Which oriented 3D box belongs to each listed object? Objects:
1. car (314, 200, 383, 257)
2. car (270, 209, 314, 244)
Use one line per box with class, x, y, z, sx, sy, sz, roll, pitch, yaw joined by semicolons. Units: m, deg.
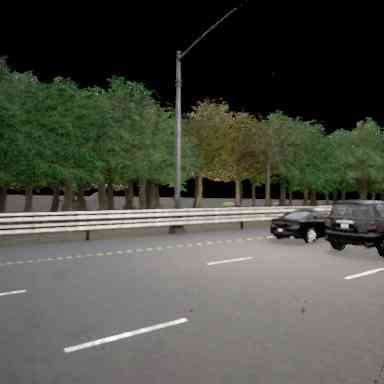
car;7.760;1.359;13.685;5.566;2.045;2.150;1;0;-35
car;6.108;1.625;16.798;5.008;1.535;1.882;0;0;-35
